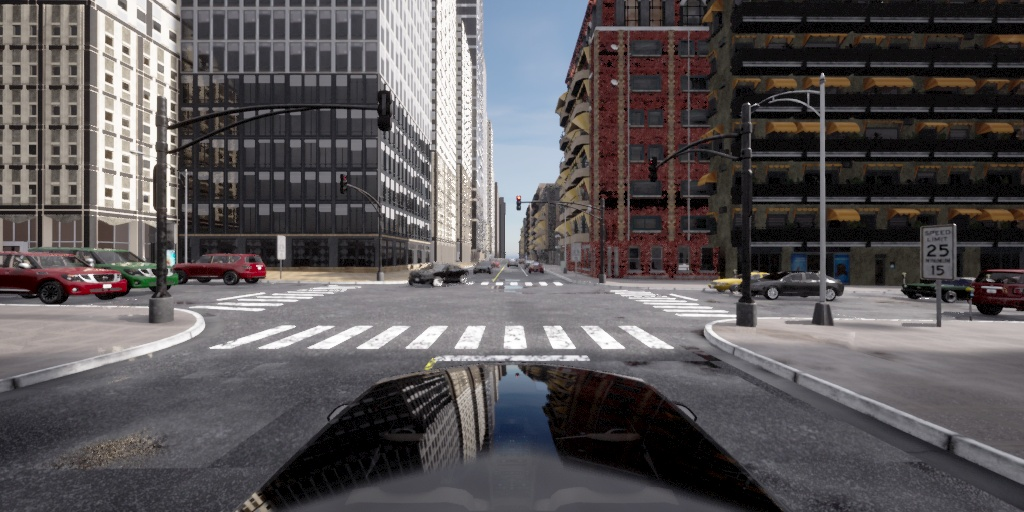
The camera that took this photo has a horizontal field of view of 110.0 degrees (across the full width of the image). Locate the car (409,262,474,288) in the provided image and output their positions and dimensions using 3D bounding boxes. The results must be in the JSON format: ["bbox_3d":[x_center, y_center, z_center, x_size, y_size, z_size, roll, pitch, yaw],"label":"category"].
[{"bbox_3d":[-4.701,1.189,23.645,1.882,1.535,5.008,1,-1,22],"label":"car"}]

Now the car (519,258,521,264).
[{"bbox_3d":[2.731,1.319,60.205,2.007,1.370,4.403,0,0,0],"label":"car"}]

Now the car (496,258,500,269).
[{"bbox_3d":[-3.044,1.119,57.110,2.097,1.767,4.553,0,0,0],"label":"car"}]

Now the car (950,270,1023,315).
[{"bbox_3d":[20.607,1.460,13.634,5.009,1.841,2.192,0,0,0],"label":"car"}]

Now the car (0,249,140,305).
[{"bbox_3d":[-17.567,0.757,13.294,5.009,1.841,2.192,0,0,0],"label":"car"}]

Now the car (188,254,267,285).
[{"bbox_3d":[-17.696,0.775,21.673,5.009,1.841,2.192,0,0,0],"label":"car"}]

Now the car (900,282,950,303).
[{"bbox_3d":[24.217,1.826,19.421,4.718,1.301,1.895,1,0,-1],"label":"car"}]

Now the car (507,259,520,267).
[{"bbox_3d":[0.138,1.336,65.040,1.994,1.385,4.181,0,0,1],"label":"car"}]

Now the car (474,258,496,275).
[{"bbox_3d":[-3.084,1.258,39.163,1.837,1.490,4.892,0,1,-1],"label":"car"}]

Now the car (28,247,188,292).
[{"bbox_3d":[-18.240,0.657,15.883,5.566,2.045,2.150,1,0,0],"label":"car"}]

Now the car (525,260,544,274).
[{"bbox_3d":[2.768,1.340,41.639,1.802,1.307,4.207,0,0,0],"label":"car"}]

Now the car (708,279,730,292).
[{"bbox_3d":[14.644,1.586,21.934,4.829,1.417,1.751,0,0,0],"label":"car"}]

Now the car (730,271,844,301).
[{"bbox_3d":[14.926,1.561,19.316,4.892,1.490,1.837,1,0,2],"label":"car"}]

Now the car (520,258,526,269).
[{"bbox_3d":[2.726,1.315,54.557,2.007,1.370,4.403,0,0,0],"label":"car"}]
